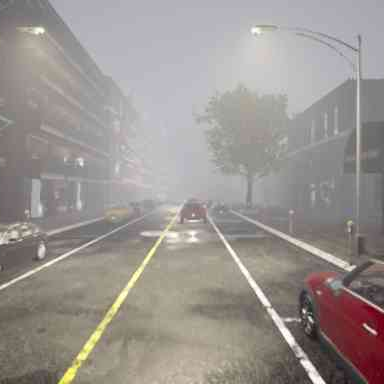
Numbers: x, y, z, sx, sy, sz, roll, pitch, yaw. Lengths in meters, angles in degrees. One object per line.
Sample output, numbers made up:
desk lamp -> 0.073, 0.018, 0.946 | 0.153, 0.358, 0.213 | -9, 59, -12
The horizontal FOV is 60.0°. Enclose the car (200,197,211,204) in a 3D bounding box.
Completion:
car -> 2.685, 1.667, 66.537 | 1.947, 1.339, 4.313 | 0, 0, 0

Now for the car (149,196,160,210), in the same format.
car -> -5.694, 1.616, 43.751 | 1.947, 1.339, 4.313 | 0, 0, 0

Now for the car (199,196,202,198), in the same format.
car -> 0.099, 1.580, 45.347 | 1.812, 1.442, 4.674 | 0, 0, 0

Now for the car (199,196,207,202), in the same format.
car -> 2.684, 1.712, 83.626 | 1.947, 1.339, 4.313 | 0, 0, 0

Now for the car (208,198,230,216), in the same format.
car -> 2.687, 1.584, 32.357 | 2.008, 1.369, 4.403 | 0, 0, 0

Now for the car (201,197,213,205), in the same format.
car -> 2.685, 1.632, 60.840 | 1.887, 1.381, 4.507 | 0, 0, 0

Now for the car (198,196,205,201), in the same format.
car -> 2.683, 1.763, 95.020 | 1.802, 1.307, 4.206 | 0, 0, 0

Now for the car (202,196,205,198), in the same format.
car -> 2.686, 1.656, 55.143 | 1.802, 1.307, 4.206 | 0, 0, 0

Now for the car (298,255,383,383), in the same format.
car -> 2.689, 1.443, 3.873 | 1.967, 1.590, 4.097 | 0, 0, 0

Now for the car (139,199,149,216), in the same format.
car -> -5.693, 1.577, 32.359 | 1.887, 1.381, 4.507 | 0, 0, 0

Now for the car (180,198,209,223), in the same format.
car -> 0.100, 1.503, 26.008 | 1.882, 1.535, 5.008 | 0, 0, 0

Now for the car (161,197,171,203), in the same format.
car -> -5.696, 1.697, 72.237 | 1.802, 1.307, 4.206 | 0, 0, 0

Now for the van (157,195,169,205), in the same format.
van -> -5.696, 1.428, 60.843 | 1.690, 1.788, 3.998 | 0, 0, 0

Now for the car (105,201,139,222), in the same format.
car -> -5.694, 1.551, 26.492 | 1.752, 1.417, 4.829 | 0, 0, 0

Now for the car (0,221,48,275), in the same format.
car -> -5.692, 1.558, 9.571 | 2.008, 1.369, 4.403 | 0, 0, 0

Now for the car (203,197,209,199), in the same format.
car -> 2.686, 1.596, 43.749 | 1.887, 1.381, 4.507 | 0, 0, 0
